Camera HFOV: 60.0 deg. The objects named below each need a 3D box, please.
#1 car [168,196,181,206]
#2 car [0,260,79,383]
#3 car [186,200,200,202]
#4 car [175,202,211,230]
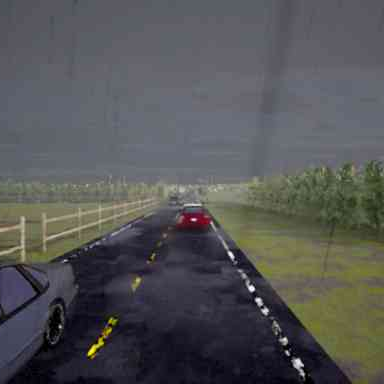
[{"bbox_3d":[-2.739,1.416,51.875,1.812,1.442,4.674,0,0,0],"label":"car"},{"bbox_3d":[-2.852,1.543,3.473,2.033,1.411,5.357,0,0,0],"label":"car"},{"bbox_3d":[0.114,1.536,36.281,1.895,1.301,4.718,0,0,0],"label":"car"},{"bbox_3d":[0.107,1.532,20.730,1.994,1.385,4.181,0,0,0],"label":"car"}]
